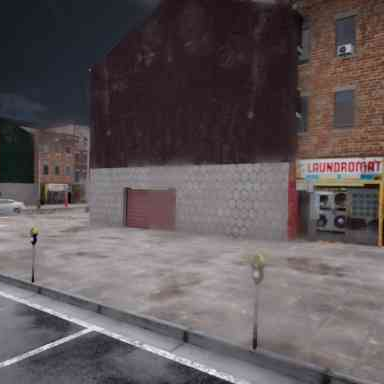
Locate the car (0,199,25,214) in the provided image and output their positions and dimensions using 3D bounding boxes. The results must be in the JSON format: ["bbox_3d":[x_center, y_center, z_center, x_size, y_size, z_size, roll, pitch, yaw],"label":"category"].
[{"bbox_3d":[-18.411,1.398,31.701,1.812,1.442,4.674,1,1,36],"label":"car"}]
